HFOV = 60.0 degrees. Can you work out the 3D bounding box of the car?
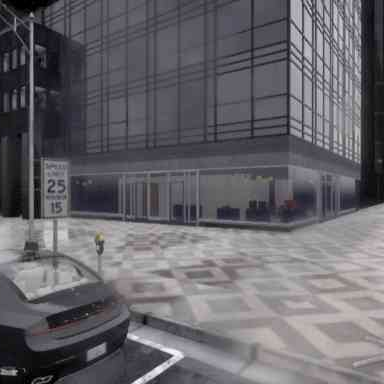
[{"bbox_3d":[-2.842,1.549,4.989,4.403,1.369,2.008,0,0,35],"label":"car"}]
